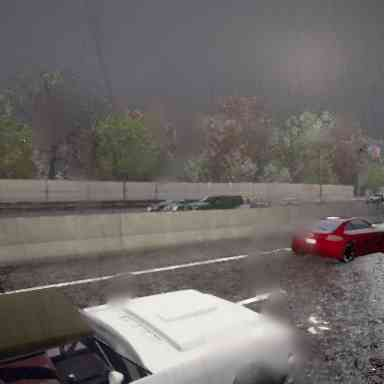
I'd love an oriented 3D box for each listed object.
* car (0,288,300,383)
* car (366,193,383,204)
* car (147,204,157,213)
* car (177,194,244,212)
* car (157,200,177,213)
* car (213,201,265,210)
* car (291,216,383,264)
[{"bbox_3d":[-1.212,1.601,2.879,4.718,1.301,1.895,0,0,-36],"label":"car"},{"bbox_3d":[32.041,1.261,56.845,5.566,2.045,2.150,0,0,-35],"label":"car"},{"bbox_3d":[-2.039,1.497,32.634,4.902,1.511,2.128,0,0,-35],"label":"car"},{"bbox_3d":[1.945,1.226,26.879,5.566,2.045,2.150,0,0,-35],"label":"car"},{"bbox_3d":[-0.350,1.357,29.540,4.553,1.767,2.097,0,0,-35],"label":"car"},{"bbox_3d":[3.946,1.569,24.005,4.181,1.385,1.994,0,0,-35],"label":"car"},{"bbox_3d":[5.494,1.566,11.967,4.181,1.385,1.994,0,0,-36],"label":"car"}]
